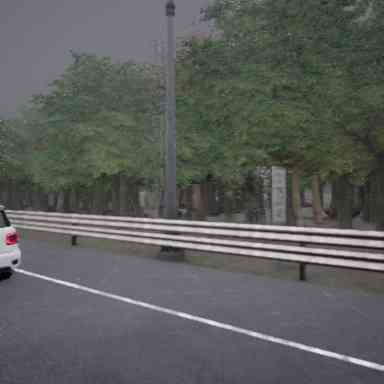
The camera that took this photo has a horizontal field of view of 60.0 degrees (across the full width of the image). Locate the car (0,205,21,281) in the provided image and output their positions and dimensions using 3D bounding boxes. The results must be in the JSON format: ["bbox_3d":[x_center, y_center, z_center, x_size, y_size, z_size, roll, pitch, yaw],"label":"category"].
[{"bbox_3d":[-6.756,1.290,8.870,5.566,2.045,2.150,0,0,37],"label":"car"}]
